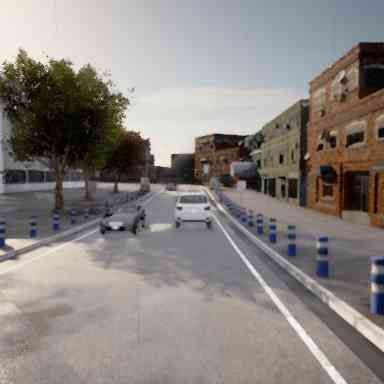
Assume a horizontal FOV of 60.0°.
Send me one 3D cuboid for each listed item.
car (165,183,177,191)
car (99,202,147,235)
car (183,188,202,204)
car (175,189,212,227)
[{"bbox_3d":[-3.655,-0.876,58.419,1.994,1.385,4.181,0,4,0],"label":"car"},{"bbox_3d":[-3.619,1.355,18.118,2.128,1.511,4.902,0,1,0],"label":"car"},{"bbox_3d":[0.054,0.408,40.095,2.033,1.411,5.357,0,4,0],"label":"car"},{"bbox_3d":[0.076,1.005,21.168,2.150,2.045,5.566,0,2,0],"label":"car"}]
